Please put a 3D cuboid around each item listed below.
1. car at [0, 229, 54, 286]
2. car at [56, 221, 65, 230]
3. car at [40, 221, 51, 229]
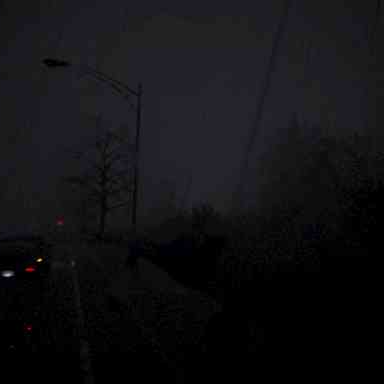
[{"bbox_3d":[-5.719,2.157,11.054,1.812,1.442,4.674,3,-5,-20],"label":"car"},{"bbox_3d":[-33.250,8.744,83.631,1.895,1.301,4.718,3,-3,-20],"label":"car"},{"bbox_3d":[-36.387,8.450,82.057,1.837,1.490,4.892,3,-3,-20],"label":"car"}]
